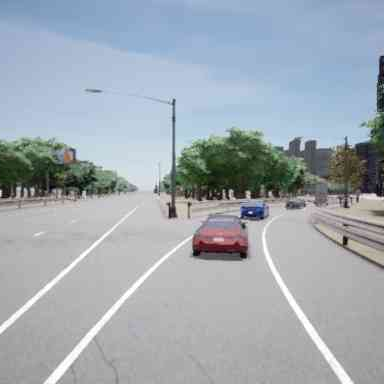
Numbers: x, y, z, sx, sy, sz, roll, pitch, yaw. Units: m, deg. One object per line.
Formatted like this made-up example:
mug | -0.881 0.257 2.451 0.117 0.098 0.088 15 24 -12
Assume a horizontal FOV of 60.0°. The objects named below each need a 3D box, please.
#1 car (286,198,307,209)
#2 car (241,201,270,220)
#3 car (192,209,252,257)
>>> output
car | 14.614 1.609 46.622 1.812 1.442 4.674 0 0 34
car | 5.616 1.535 29.235 1.882 1.535 5.008 0 0 21
car | 1.246 1.577 13.185 1.994 1.385 4.181 0 0 10
